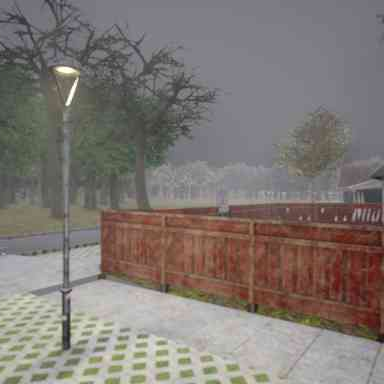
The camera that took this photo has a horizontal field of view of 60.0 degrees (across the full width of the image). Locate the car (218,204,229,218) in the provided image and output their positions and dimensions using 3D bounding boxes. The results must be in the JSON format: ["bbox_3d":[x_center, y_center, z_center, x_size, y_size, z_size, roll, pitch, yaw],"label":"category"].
[{"bbox_3d":[3.176,1.855,30.088,1.812,1.442,4.674,-2,-2,32],"label":"car"}]
